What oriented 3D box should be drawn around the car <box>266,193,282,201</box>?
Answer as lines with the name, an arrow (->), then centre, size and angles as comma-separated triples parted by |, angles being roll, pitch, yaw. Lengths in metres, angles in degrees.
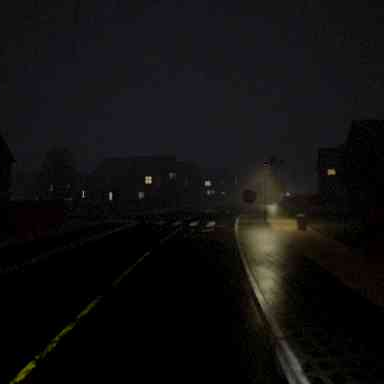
car -> 17.229, 1.197, 71.022 | 1.895, 1.301, 4.718 | 0, 0, 29

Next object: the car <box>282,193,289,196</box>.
car -> 22.333, 0.910, 79.917 | 2.128, 1.511, 4.902 | 0, 0, 33
